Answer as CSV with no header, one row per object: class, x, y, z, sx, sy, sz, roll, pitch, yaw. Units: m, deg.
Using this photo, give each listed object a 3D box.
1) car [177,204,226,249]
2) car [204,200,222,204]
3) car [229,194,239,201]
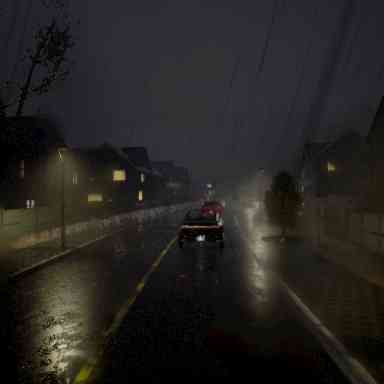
car,0.461,1.496,14.535,2.128,1.511,4.902,0,0,4
car,1.850,1.465,29.391,1.882,1.535,5.008,0,0,7
car,9.624,1.245,76.106,1.837,1.490,4.892,-1,0,18
